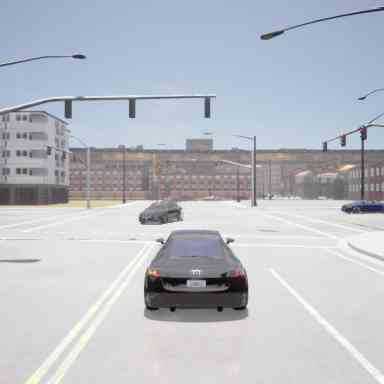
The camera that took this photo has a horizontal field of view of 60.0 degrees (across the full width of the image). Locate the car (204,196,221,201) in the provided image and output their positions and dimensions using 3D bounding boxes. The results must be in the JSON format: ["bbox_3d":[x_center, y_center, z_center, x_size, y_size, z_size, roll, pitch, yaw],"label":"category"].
[{"bbox_3d":[5.281,1.595,84.765,1.895,1.301,4.718,0,0,43],"label":"car"}]

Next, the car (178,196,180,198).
[{"bbox_3d":[-3.634,1.491,60.909,2.128,1.511,4.902,0,0,0],"label":"car"}]

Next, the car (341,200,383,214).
[{"bbox_3d":[17.023,1.434,32.793,4.181,1.385,1.994,-1,0,1],"label":"car"}]

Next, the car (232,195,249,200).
[{"bbox_3d":[13.317,1.524,90.699,4.902,1.511,2.128,0,0,-24],"label":"car"}]

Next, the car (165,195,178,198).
[{"bbox_3d":[-3.637,1.526,51.769,1.812,1.442,4.674,0,0,0],"label":"car"}]

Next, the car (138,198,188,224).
[{"bbox_3d":[-2.192,1.479,24.163,1.837,1.490,4.892,-2,0,19],"label":"car"}]

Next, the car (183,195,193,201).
[{"bbox_3d":[-1.190,1.500,81.232,1.837,1.490,4.892,0,0,23],"label":"car"}]

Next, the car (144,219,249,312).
[{"bbox_3d":[0.077,1.564,7.792,1.994,1.385,4.181,0,0,0],"label":"car"}]
